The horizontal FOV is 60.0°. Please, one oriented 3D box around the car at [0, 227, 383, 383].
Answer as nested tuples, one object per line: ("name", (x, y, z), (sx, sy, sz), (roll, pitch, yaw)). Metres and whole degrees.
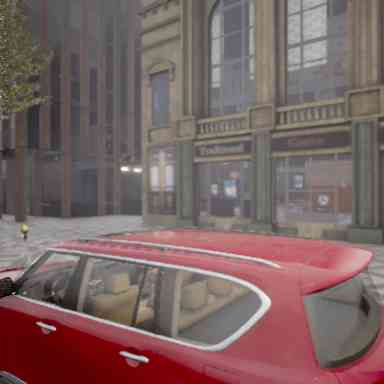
("car", (-0.592, 1.314, 3.505), (5.009, 1.841, 2.192), (0, 0, 35))
